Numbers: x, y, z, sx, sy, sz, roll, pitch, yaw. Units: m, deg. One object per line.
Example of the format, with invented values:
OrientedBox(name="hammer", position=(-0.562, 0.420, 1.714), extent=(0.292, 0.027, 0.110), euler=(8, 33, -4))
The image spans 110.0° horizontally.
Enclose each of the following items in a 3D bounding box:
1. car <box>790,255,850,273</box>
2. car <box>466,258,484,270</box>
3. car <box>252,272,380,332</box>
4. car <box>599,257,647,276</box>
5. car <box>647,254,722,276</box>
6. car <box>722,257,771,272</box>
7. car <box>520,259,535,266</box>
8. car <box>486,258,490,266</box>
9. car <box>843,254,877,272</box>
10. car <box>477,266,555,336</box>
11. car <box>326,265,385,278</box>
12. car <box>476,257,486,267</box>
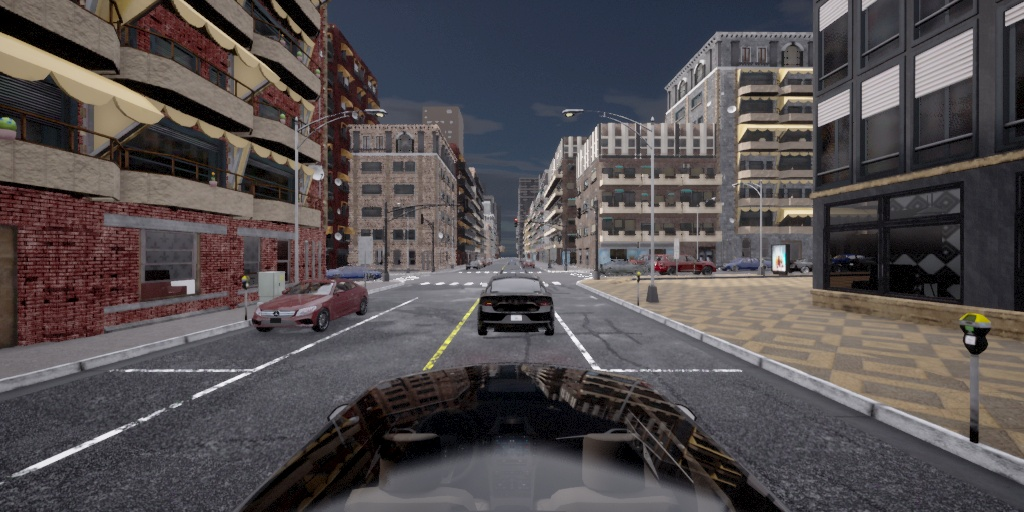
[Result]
OrientedBox(name="car", position=(25.803, 0.822, 30.881), extent=(4.313, 1.339, 1.948), euler=(0, 0, 0))
OrientedBox(name="car", position=(-5.689, 1.330, 52.829), extent=(1.948, 1.339, 4.313), euler=(0, 0, 0))
OrientedBox(name="car", position=(-5.742, 1.332, 10.806), extent=(1.802, 1.307, 4.207), euler=(0, 0, 0))
OrientedBox(name="car", position=(10.232, 1.105, 33.336), extent=(4.181, 1.385, 1.994), euler=(-1, 0, -1))
OrientedBox(name="car", position=(14.710, 0.778, 30.785), extent=(5.009, 1.841, 2.192), euler=(0, 0, 0))
OrientedBox(name="car", position=(23.841, 0.829, 36.654), extent=(5.357, 1.411, 2.033), euler=(-1, 0, -1))
OrientedBox(name="car", position=(2.691, 1.207, 58.513), extent=(1.967, 1.591, 4.097), euler=(0, 0, 0))
OrientedBox(name="car", position=(-5.689, 1.086, 64.194), extent=(2.192, 1.841, 5.009), euler=(0, 0, 0))
OrientedBox(name="car", position=(31.351, 0.717, 30.930), extent=(4.313, 1.339, 1.948), euler=(0, 0, 0))
OrientedBox(name="car", position=(0.099, 1.227, 10.465), extent=(1.882, 1.535, 5.008), euler=(0, 0, 0))
OrientedBox(name="car", position=(-14.346, 1.542, 33.122), extent=(5.357, 1.411, 2.033), euler=(-1, 0, 0))
OrientedBox(name="car", position=(-5.690, 1.293, 58.342), extent=(1.751, 1.417, 4.829), euler=(0, 0, 0))
